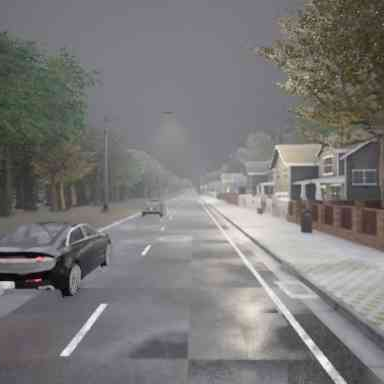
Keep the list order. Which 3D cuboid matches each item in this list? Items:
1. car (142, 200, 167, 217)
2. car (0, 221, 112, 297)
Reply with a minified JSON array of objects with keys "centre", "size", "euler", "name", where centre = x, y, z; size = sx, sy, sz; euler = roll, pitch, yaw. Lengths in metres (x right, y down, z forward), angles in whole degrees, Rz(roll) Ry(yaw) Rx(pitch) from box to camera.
[{"centre":[-3.408,1.470,30.356],"size":[2.033,1.411,5.357],"euler":[0,0,0],"name":"car"},{"centre":[-3.399,1.484,8.513],"size":[2.128,1.511,4.902],"euler":[0,0,0],"name":"car"}]
